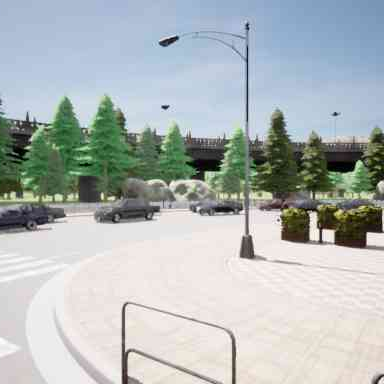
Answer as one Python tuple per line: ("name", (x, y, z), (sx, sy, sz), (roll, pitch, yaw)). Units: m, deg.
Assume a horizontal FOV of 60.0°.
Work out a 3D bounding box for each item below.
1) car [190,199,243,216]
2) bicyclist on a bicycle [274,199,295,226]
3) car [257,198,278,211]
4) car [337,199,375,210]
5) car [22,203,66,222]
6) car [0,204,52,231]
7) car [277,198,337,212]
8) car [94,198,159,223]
("car", (2.673, 1.431, 31.952), (4.902, 1.511, 2.128), (0, 0, -30))
("bicyclist on a bicycle", (5.535, 1.243, 19.605), (0.582, 1.620, 1.656), (0, 0, -44))
("car", (9.958, 1.466, 38.811), (4.674, 1.442, 1.812), (0, 0, -15))
("car", (19.734, 1.506, 40.189), (4.181, 1.385, 1.994), (0, 0, 0))
("car", (-11.410, 1.485, 22.732), (2.033, 1.411, 5.357), (0, 0, 37))
("car", (-10.533, 1.540, 18.199), (1.895, 1.301, 4.718), (0, 0, 36))
("car", (12.450, 1.489, 36.110), (5.357, 1.411, 2.033), (0, 0, -12))
("car", (-5.075, 1.291, 25.061), (2.097, 1.767, 4.553), (0, 0, 41))
